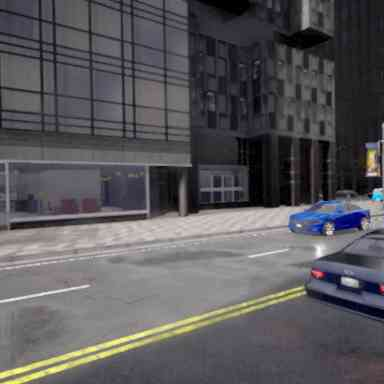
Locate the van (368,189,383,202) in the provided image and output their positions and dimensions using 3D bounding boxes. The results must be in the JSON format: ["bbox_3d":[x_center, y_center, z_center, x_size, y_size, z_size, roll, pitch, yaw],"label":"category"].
[{"bbox_3d":[25.533,0.438,42.897,1.690,1.788,3.998,-1,1,-35],"label":"van"}]

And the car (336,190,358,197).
[{"bbox_3d":[26.056,0.333,57.003,2.008,1.369,4.403,-1,1,-35],"label":"car"}]

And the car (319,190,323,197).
[{"bbox_3d":[19.174,0.520,51.971,1.752,1.417,4.829,-1,1,-35],"label":"car"}]

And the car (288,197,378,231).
[{"bbox_3d":[6.876,1.211,16.479,5.008,1.535,1.882,-1,1,-35],"label":"car"}]

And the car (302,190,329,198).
[{"bbox_3d":[22.828,0.275,61.608,1.887,1.381,4.507,-1,1,-35],"label":"car"}]

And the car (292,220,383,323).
[{"bbox_3d":[4.520,1.415,6.638,5.357,1.411,2.033,-1,1,-35],"label":"car"}]

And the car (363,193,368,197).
[{"bbox_3d":[29.286,0.400,52.397,1.947,1.339,4.313,-1,1,-35],"label":"car"}]
